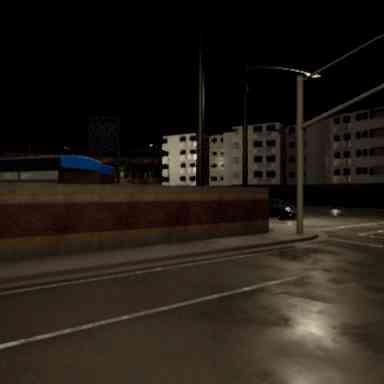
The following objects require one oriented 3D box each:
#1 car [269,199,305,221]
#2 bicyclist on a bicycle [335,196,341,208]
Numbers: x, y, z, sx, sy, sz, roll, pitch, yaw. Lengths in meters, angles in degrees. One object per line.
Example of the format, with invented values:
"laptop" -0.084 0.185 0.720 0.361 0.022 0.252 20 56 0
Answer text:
"car" 7.126 1.361 27.821 2.097 1.767 4.553 0 0 -33
"bicyclist on a bicycle" 19.710 1.318 44.884 1.656 1.620 0.582 0 0 -35
